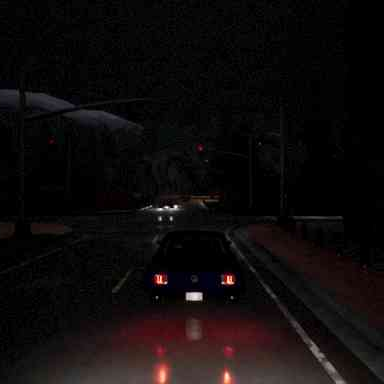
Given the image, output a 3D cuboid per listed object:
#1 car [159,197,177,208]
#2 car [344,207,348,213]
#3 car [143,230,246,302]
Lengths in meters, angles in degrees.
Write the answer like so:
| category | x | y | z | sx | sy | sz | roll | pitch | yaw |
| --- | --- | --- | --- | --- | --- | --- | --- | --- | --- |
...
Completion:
| category | x | y | z | sx | sy | sz | roll | pitch | yaw |
| --- | --- | --- | --- | --- | --- | --- | --- | --- | --- |
| car | -3.561 | 1.522 | 47.302 | 1.812 | 1.442 | 4.674 | 0 | 0 | 0 |
| car | 16.232 | 1.614 | 29.688 | 4.718 | 1.301 | 1.895 | 0 | 0 | -1 |
| car | 0.063 | 1.600 | 8.230 | 1.895 | 1.301 | 4.718 | 0 | 0 | 0 |
